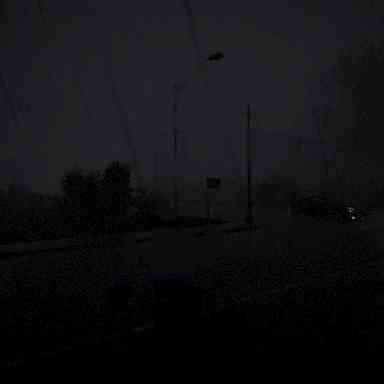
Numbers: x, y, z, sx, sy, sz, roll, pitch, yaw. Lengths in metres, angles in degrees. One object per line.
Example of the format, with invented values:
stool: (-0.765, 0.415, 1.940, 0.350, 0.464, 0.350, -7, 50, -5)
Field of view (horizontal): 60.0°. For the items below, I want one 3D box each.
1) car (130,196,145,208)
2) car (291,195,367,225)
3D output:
car: (-5.891, 1.300, 40.414, 1.837, 1.490, 4.892, -1, 1, -39)
car: (8.935, 1.052, 21.868, 2.097, 1.767, 4.553, -1, 1, -39)
